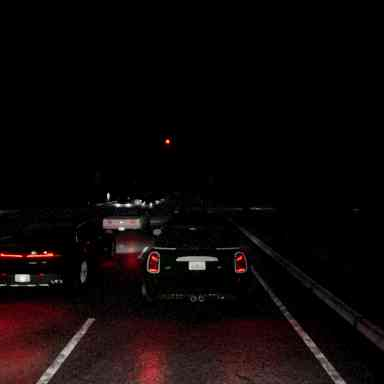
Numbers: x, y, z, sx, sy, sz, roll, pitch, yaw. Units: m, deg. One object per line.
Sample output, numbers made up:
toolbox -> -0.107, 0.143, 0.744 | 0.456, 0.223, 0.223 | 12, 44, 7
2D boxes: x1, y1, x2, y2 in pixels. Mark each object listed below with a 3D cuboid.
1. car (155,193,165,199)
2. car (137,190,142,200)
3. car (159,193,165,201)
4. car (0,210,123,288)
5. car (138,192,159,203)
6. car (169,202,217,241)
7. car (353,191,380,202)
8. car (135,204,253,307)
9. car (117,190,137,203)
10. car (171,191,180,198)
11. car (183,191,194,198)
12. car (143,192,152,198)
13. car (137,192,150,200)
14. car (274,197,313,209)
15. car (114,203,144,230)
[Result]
car -> -7.307, 0.871, 76.490 | 2.033, 1.411, 5.357 | 0, 1, -1
car -> -10.686, 0.710, 63.287 | 2.150, 2.045, 5.566 | 0, 1, 0
car -> -7.176, 1.006, 66.063 | 2.033, 1.411, 5.357 | 0, 1, 1
car -> -3.416, 1.468, 9.120 | 1.837, 1.490, 4.892 | 0, 0, 0
car -> -7.204, 1.106, 55.995 | 2.033, 1.411, 5.357 | 0, 1, 0
car -> 0.060, 1.388, 17.264 | 2.128, 1.511, 4.902 | 0, 0, 1
car -> 21.874, 0.922, 39.711 | 5.566, 2.045, 2.150 | 0, 1, -3
car -> 0.087, 1.323, 8.068 | 2.097, 1.767, 4.553 | 0, 0, 0
car -> -10.699, 0.929, 53.847 | 2.097, 1.767, 4.553 | 0, 0, 0
car -> -4.146, 0.682, 85.372 | 1.882, 1.535, 5.008 | 0, 1, -4
car -> -0.686, 0.709, 86.072 | 1.812, 1.442, 4.674 | 0, 1, -4
car -> -11.073, 0.750, 83.734 | 1.812, 1.442, 4.674 | 0, 1, -2
car -> -10.737, 0.895, 73.512 | 2.128, 1.511, 4.902 | 0, 1, -1
car -> 12.124, 1.307, 39.143 | 4.718, 1.301, 1.895 | 0, 1, -3
car -> -3.437, 1.487, 18.441 | 1.895, 1.301, 4.718 | 0, 0, 0
